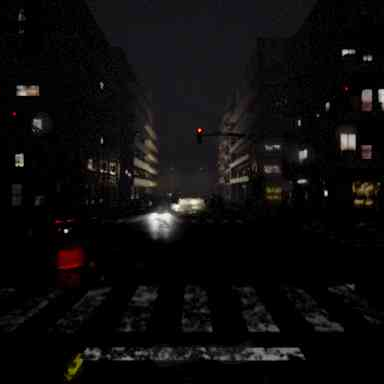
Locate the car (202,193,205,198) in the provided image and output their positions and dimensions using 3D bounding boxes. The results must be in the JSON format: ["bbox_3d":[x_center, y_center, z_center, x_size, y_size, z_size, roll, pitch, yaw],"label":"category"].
[{"bbox_3d":[2.794,1.127,44.477,1.967,1.590,4.097,0,0,0],"label":"car"}]

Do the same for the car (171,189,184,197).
[{"bbox_3d":[-2.843,0.423,65.888,2.150,2.045,5.566,0,0,0],"label":"car"}]

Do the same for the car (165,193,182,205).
[{"bbox_3d":[-2.967,1.249,50.130,1.895,1.301,4.718,0,0,0],"label":"car"}]

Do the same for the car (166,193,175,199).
[{"bbox_3d":[-5.492,0.976,84.271,2.008,1.369,4.403,0,0,0],"label":"car"}]

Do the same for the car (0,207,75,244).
[{"bbox_3d":[-7.840,1.505,15.779,4.892,1.490,1.837,-1,-2,24],"label":"car"}]

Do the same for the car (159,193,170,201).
[{"bbox_3d":[-5.532,0.975,67.225,1.967,1.590,4.097,0,0,0],"label":"car"}]

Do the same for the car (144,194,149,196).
[{"bbox_3d":[-5.600,1.251,38.643,1.752,1.417,4.829,0,0,0],"label":"car"}]

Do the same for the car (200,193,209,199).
[{"bbox_3d":[2.875,1.013,78.571,2.008,1.369,4.403,0,0,0],"label":"car"}]

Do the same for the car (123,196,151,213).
[{"bbox_3d":[-5.613,1.330,33.131,1.947,1.339,4.313,0,0,0],"label":"car"}]

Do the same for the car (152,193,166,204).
[{"bbox_3d":[-5.559,1.050,55.860,1.967,1.590,4.097,0,0,0],"label":"car"}]

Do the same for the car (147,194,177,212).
[{"bbox_3d":[-3.017,1.249,34.125,2.128,1.511,4.902,0,0,0],"label":"car"}]

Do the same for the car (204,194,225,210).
[{"bbox_3d":[2.780,1.166,38.795,1.967,1.590,4.097,0,0,0],"label":"car"}]
